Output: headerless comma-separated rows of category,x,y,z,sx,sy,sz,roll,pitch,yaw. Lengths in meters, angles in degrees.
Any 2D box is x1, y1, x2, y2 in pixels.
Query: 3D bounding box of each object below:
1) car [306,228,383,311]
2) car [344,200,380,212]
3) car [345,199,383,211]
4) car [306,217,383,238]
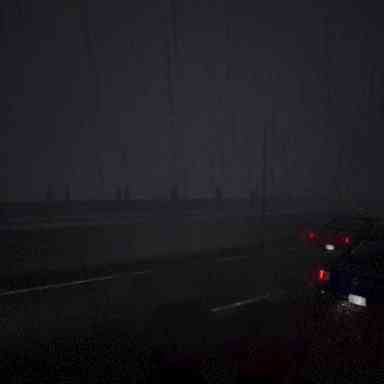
car,4.704,1.606,7.103,4.718,1.301,1.895,0,0,-36
car,20.471,1.629,40.008,4.718,1.301,1.895,0,0,-35
car,17.558,1.530,33.683,4.892,1.490,1.837,1,0,-35
car,6.552,1.610,12.719,4.718,1.301,1.895,0,0,-36
